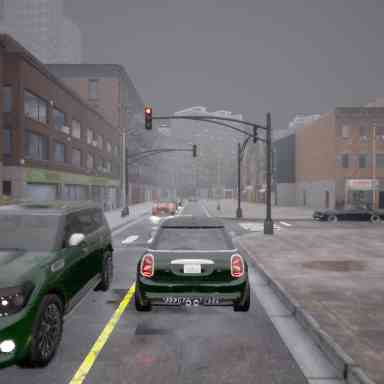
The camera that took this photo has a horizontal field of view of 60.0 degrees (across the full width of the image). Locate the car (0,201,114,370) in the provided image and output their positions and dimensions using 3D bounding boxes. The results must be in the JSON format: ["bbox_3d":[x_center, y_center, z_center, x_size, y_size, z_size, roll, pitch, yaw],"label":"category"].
[{"bbox_3d":[-2.945,1.221,6.080,2.150,2.045,5.566,0,0,-1],"label":"car"}]

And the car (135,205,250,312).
[{"bbox_3d":[0.022,1.352,7.888,2.097,1.767,4.553,0,0,0],"label":"car"}]

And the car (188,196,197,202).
[{"bbox_3d":[0.133,1.611,75.555,1.994,1.385,4.181,0,0,0],"label":"car"}]

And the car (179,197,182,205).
[{"bbox_3d":[-2.776,1.562,43.349,2.033,1.411,5.357,0,0,0],"label":"car"}]

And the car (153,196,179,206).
[{"bbox_3d":[-2.792,1.359,33.880,2.097,1.767,4.553,0,0,0],"label":"car"}]

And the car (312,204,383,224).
[{"bbox_3d":[10.965,1.532,23.215,4.718,1.301,1.895,0,0,0],"label":"car"}]

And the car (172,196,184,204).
[{"bbox_3d":[-2.686,1.588,64.029,2.033,1.411,5.357,0,0,1],"label":"car"}]
